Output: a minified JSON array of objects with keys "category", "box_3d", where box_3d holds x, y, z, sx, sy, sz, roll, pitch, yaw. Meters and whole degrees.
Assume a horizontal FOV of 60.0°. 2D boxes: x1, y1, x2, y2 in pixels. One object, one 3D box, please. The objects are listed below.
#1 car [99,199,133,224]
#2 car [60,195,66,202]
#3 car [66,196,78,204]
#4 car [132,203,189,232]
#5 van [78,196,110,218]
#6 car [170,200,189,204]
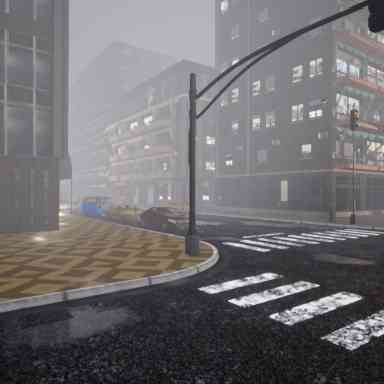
[{"category":"car","box_3d":[-4.861,1.459,24.309,1.752,1.417,4.829,0,0,-36]},{"category":"car","box_3d":[-27.873,1.361,70.745,1.967,1.590,4.097,0,0,-36]},{"category":"car","box_3d":[-21.368,1.448,61.681,1.752,1.417,4.829,0,0,-36]},{"category":"car","box_3d":[-1.659,1.526,19.846,1.802,1.307,4.206,0,0,-36]},{"category":"van","box_3d":[-8.262,1.266,29.049,1.690,1.788,3.998,0,0,-36]},{"category":"car","box_3d":[-1.554,1.488,34.073,1.752,1.417,4.829,0,0,-36]}]
